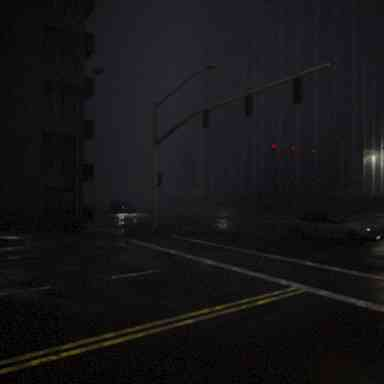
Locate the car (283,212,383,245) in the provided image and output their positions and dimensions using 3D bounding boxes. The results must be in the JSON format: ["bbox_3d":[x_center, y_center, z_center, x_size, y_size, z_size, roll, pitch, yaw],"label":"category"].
[{"bbox_3d":[6.918,1.703,16.416,1.895,1.301,4.718,0,0,-35],"label":"car"}]

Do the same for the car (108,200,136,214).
[{"bbox_3d":[-8.019,1.638,37.825,1.812,1.442,4.674,0,0,-35],"label":"car"}]
